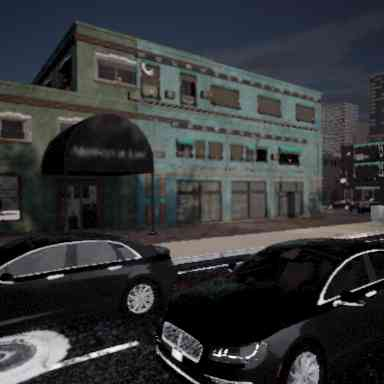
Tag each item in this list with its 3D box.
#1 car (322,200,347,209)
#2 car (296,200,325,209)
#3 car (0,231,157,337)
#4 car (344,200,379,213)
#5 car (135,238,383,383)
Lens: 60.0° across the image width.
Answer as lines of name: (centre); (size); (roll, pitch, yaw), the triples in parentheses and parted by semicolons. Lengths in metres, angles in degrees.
car: (22.791, 1.922, 50.611); (2.008, 1.369, 4.403); (-1, 0, -35)
car: (19.580, 2.019, 55.119); (1.802, 1.307, 4.206); (-1, 0, -35)
car: (-2.559, 1.512, 5.852); (4.892, 1.490, 1.837); (1, 0, -36)
car: (20.708, 1.905, 38.882); (1.947, 1.339, 4.313); (-1, 0, -35)
car: (1.818, 1.516, 4.983); (4.892, 1.490, 1.837); (1, 0, -36)
